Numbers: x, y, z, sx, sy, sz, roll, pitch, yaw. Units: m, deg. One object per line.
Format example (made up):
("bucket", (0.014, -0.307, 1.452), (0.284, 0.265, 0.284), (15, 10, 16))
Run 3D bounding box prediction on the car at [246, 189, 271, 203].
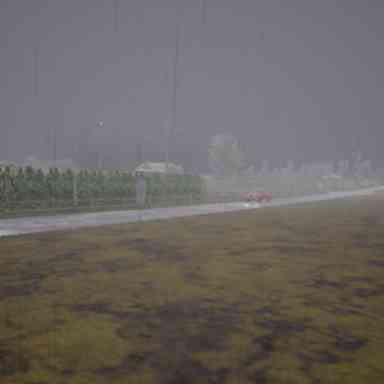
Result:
("car", (10.508, 0.556, 52.390), (2.150, 2.045, 5.566), (3, 3, 36))
